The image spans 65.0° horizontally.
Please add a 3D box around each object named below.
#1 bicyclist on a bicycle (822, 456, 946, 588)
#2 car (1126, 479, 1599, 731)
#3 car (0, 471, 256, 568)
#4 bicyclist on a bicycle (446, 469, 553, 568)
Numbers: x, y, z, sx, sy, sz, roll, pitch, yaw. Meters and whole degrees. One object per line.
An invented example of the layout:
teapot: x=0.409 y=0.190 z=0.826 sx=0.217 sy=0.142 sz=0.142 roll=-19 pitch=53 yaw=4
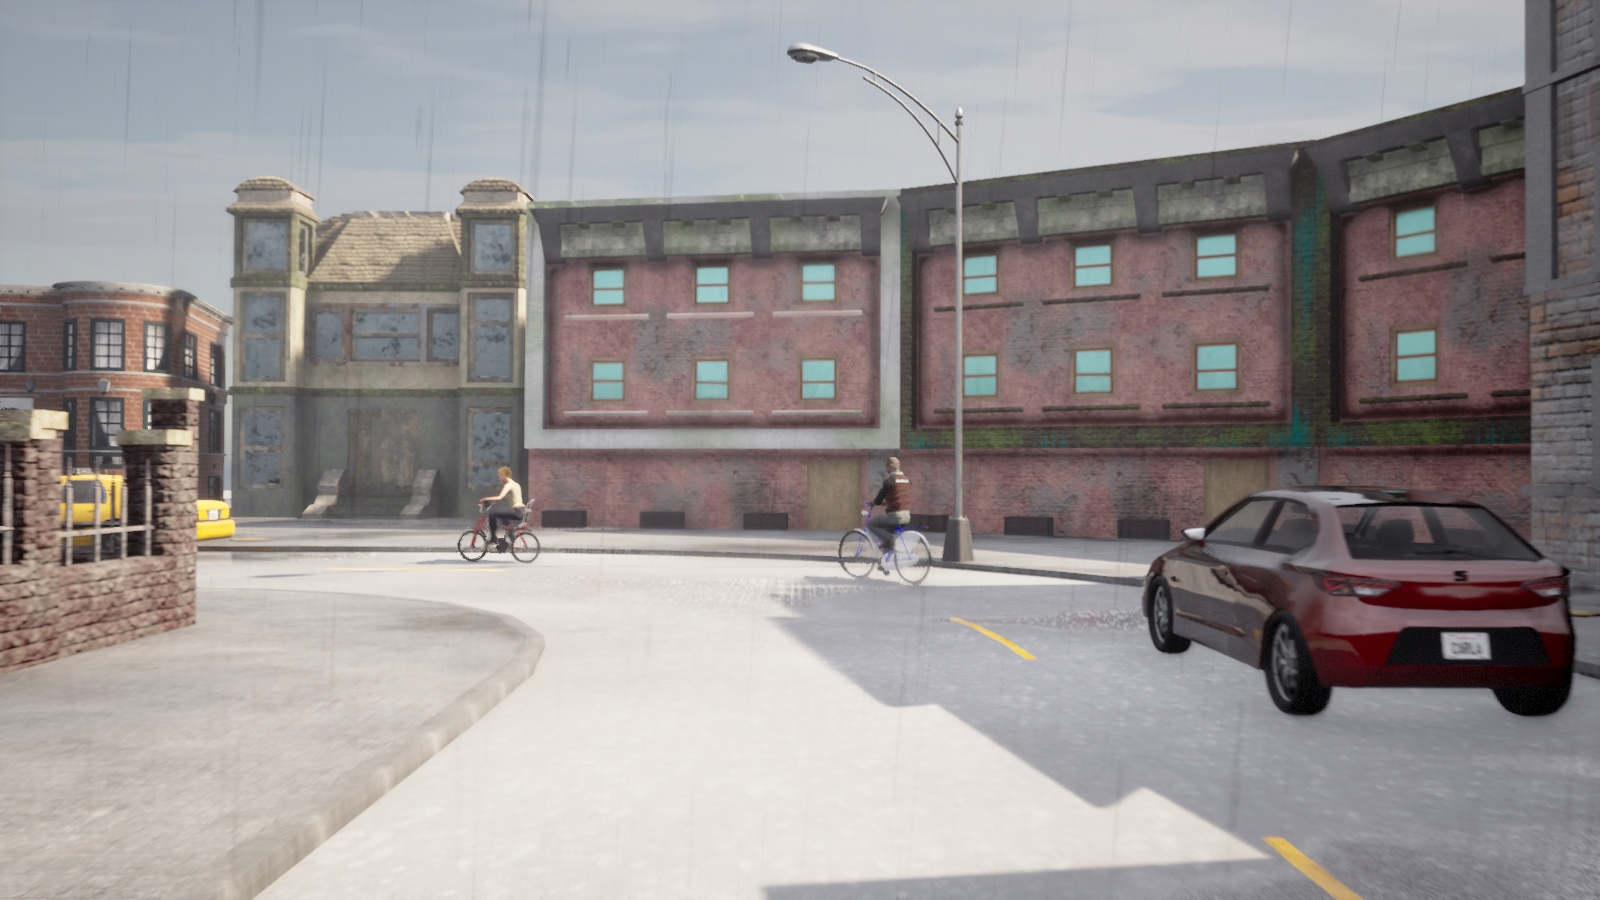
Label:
bicyclist on a bicycle: x=1.164 y=0.980 z=17.792 sx=0.659 sy=1.776 sz=1.843 roll=0 pitch=-1 yaw=-40
car: x=3.964 y=0.974 z=9.620 sx=1.816 sy=1.474 sz=4.193 roll=0 pitch=-1 yaw=0
car: x=-12.452 y=1.165 z=21.655 sx=5.366 sy=1.575 sz=1.801 roll=0 pitch=-1 yaw=0
bicyclist on a bicycle: x=-5.049 y=1.126 z=21.148 sx=1.509 sy=1.612 sz=0.866 roll=0 pitch=-1 yaw=12
